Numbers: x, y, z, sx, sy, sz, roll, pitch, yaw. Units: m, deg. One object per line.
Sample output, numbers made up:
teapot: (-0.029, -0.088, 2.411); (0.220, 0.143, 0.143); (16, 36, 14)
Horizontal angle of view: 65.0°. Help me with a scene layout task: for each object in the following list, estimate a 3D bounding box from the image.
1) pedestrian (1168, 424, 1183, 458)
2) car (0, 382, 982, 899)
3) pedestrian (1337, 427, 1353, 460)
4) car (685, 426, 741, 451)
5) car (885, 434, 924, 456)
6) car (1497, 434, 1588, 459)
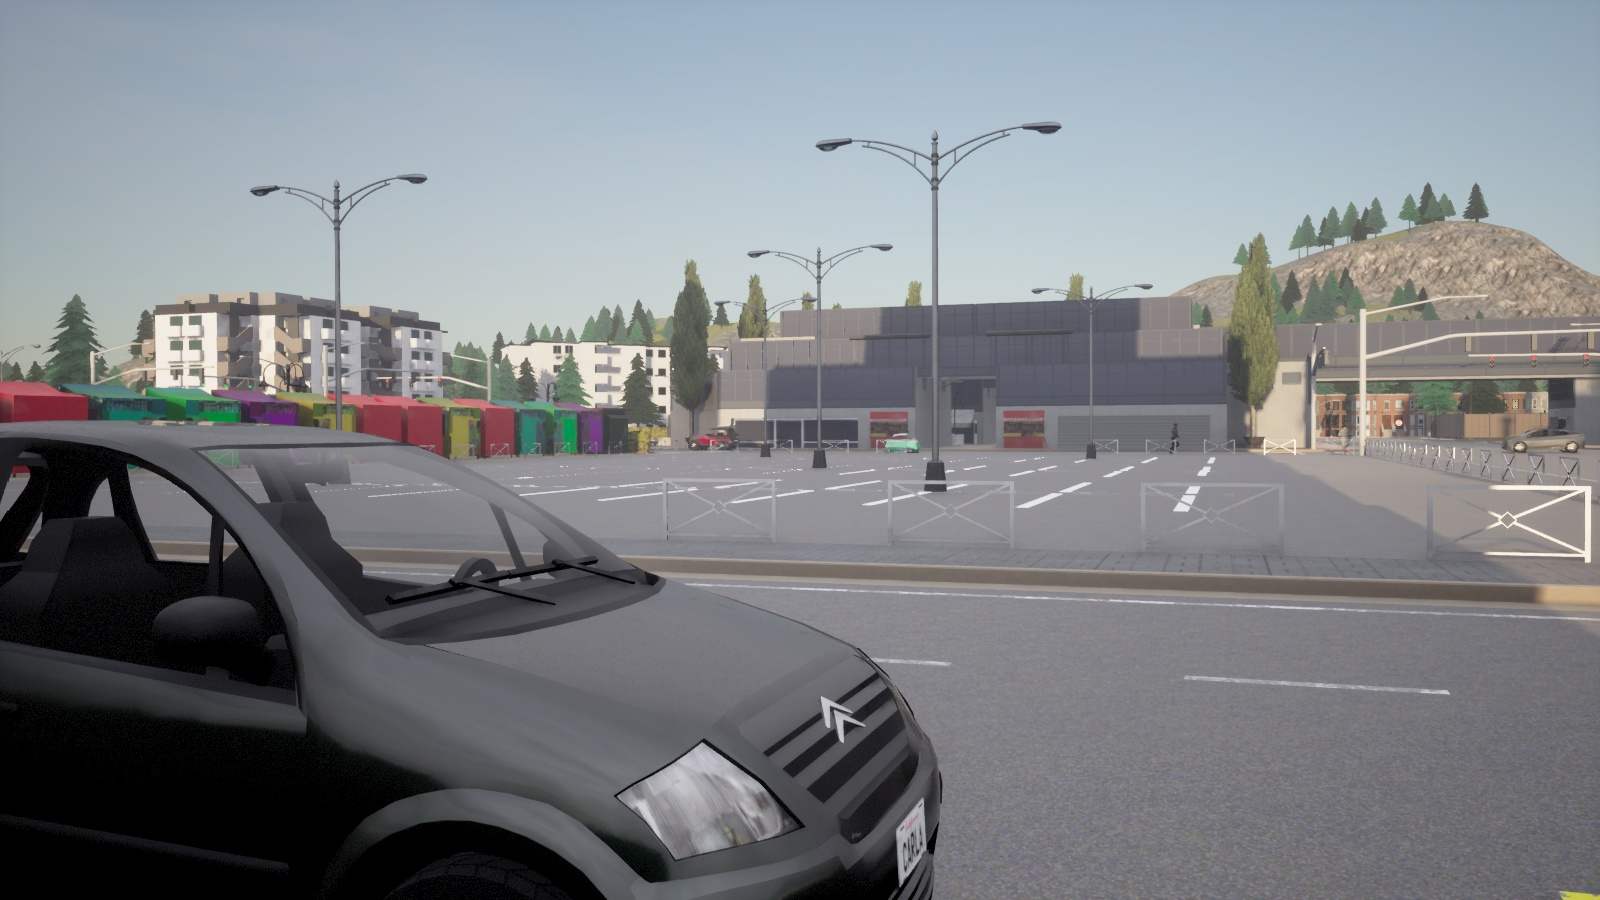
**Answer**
pedestrian: (21.392, -0.525, 71.560); (0.788, 1.949, 0.423); (1, 1, 21)
car: (-1.613, 0.659, 3.733); (3.988, 1.617, 1.851); (1, 1, 19)
pedestrian: (31.665, -0.379, 72.932); (0.659, 1.952, 0.873); (0, 1, 13)
car: (-6.737, -0.907, 97.418); (3.866, 1.878, 1.905); (1, 1, 20)
car: (6.755, -0.338, 81.187); (2.207, 1.376, 1.481); (0, 1, 20)
car: (46.238, -0.251, 78.308); (4.514, 1.525, 2.007); (1, 1, 18)
